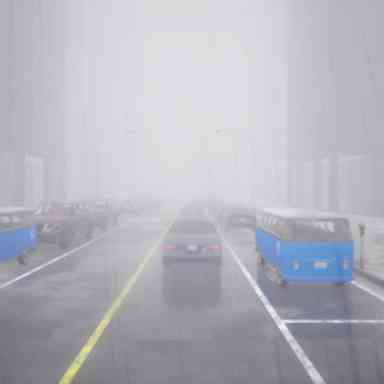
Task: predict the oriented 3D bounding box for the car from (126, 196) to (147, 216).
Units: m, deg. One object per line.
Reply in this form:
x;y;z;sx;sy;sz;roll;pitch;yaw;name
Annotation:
-5.756;1.411;31.416;1.967;1.590;4.097;0;0;0;car

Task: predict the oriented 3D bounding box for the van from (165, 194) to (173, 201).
-5.749;1.299;81.901;1.690;1.788;3.998;0;0;0;van

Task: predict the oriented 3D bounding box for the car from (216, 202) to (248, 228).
2.767;1.545;20.212;1.947;1.339;4.313;0;0;0;car

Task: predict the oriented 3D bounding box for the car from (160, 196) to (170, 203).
-5.751;1.539;70.682;1.802;1.307;4.206;0;0;0;car

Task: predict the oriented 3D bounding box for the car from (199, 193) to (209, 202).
2.775;1.272;76.303;2.192;1.841;5.009;0;0;0;car

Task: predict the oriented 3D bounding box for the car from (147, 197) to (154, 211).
-5.755;1.519;37.025;2.008;1.369;4.403;0;0;0;car

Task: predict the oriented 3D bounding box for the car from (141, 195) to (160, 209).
-5.754;1.280;42.635;2.192;1.841;5.009;0;0;0;car

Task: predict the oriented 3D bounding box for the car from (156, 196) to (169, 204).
-5.751;1.508;65.073;2.008;1.369;4.403;0;0;0;car

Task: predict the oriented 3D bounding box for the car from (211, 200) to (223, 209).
2.768;1.541;25.821;1.947;1.339;4.313;0;0;0;car

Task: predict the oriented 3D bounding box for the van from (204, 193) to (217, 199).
2.771;1.306;42.648;1.690;1.788;3.998;0;0;0;van

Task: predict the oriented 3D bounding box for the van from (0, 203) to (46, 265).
-5.759;1.331;8.977;1.690;1.788;3.998;0;0;0;van

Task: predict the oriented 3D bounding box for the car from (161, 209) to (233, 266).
0.028;1.535;11.409;2.033;1.411;5.357;0;0;0;car

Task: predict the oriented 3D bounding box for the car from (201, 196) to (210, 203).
2.774;1.539;70.694;1.802;1.307;4.206;0;0;0;car

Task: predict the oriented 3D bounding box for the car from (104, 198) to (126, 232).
-5.757;1.294;20.196;2.192;1.841;5.009;0;0;0;car

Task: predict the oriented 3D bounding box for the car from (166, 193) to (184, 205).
-3.045;1.310;58.866;2.097;1.767;4.553;0;0;0;car

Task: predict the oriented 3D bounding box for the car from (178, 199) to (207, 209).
0.053;1.538;28.846;1.994;1.385;4.181;0;0;0;car

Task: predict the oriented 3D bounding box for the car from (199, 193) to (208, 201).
2.776;1.272;81.912;2.192;1.841;5.009;0;0;0;car

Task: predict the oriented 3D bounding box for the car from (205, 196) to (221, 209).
2.770;1.513;37.039;1.887;1.381;4.507;0;0;0;car

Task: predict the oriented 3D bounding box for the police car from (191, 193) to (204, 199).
0.908;1.386;52.092;1.930;1.638;5.238;0;0;0;police car

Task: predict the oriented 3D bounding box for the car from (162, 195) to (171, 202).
-5.750;1.482;76.122;1.752;1.417;4.829;0;0;0;car

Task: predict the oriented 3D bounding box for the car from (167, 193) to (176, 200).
-5.747;1.274;93.120;2.192;1.841;5.009;0;0;0;car

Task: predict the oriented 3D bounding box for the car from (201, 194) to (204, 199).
2.771;1.402;48.257;1.967;1.590;4.097;0;0;0;car

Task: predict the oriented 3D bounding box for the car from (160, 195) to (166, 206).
-5.753;1.525;53.854;1.947;1.339;4.313;0;0;0;car

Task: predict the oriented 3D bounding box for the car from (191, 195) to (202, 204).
0.862;1.437;61.975;1.882;1.535;5.008;0;0;-1;car

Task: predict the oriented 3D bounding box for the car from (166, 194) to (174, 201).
-5.748;1.398;87.510;1.967;1.590;4.097;0;0;0;car

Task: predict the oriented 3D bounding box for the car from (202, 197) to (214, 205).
2.773;1.524;59.475;1.947;1.339;4.313;0;0;0;car

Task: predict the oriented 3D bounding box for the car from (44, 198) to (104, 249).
-5.758;1.299;14.587;2.192;1.841;5.009;0;0;0;car

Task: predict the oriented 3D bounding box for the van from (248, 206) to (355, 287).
2.766;1.331;8.993;1.690;1.788;3.998;0;0;0;van

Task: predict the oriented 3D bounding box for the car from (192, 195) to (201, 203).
0.911;1.435;67.983;1.882;1.535;5.008;0;0;0;car
